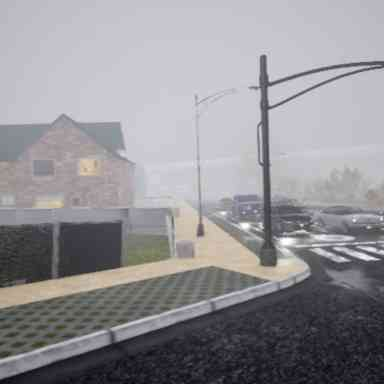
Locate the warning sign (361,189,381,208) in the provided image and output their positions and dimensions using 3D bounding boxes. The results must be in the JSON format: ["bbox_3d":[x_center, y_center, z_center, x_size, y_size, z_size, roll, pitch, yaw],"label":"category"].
[{"bbox_3d":[17.555,0.618,32.656,1.300,1.860,1.060,0,2,-3],"label":"warning sign"}]

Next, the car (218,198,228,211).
[{"bbox_3d":[4.356,1.470,41.266,1.837,1.490,4.892,-2,0,-3],"label":"car"}]

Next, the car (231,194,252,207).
[{"bbox_3d":[7.185,1.181,48.500,2.097,1.767,4.553,-2,0,-3],"label":"car"}]

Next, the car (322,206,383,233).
[{"bbox_3d":[8.878,1.490,19.142,1.895,1.301,4.718,-2,0,-3],"label":"car"}]

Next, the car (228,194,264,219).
[{"bbox_3d":[4.990,1.210,29.771,2.150,2.045,5.566,-2,0,-3],"label":"car"}]

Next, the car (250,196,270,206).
[{"bbox_3d":[10.353,1.301,51.076,1.895,1.301,4.718,-2,0,-3],"label":"car"}]

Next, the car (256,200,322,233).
[{"bbox_3d":[5.576,1.515,19.928,1.837,1.490,4.892,-2,0,-5],"label":"car"}]

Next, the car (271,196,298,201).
[{"bbox_3d":[8.334,1.360,28.432,2.128,1.511,4.902,-2,0,-3],"label":"car"}]

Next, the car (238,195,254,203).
[{"bbox_3d":[9.769,1.252,60.984,1.994,1.385,4.181,-2,0,-3],"label":"car"}]

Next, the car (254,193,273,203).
[{"bbox_3d":[13.024,1.057,60.912,2.128,1.511,4.902,-2,0,-3],"label":"car"}]
